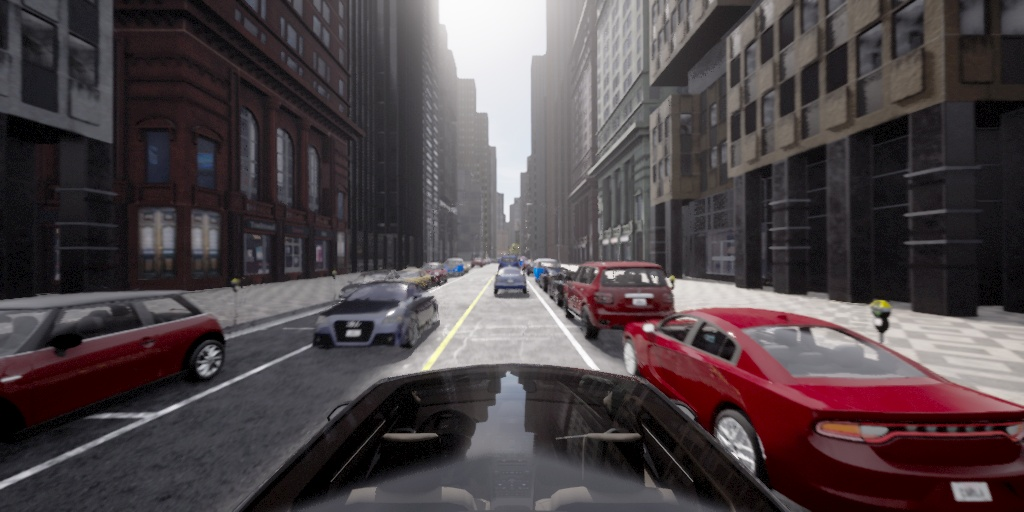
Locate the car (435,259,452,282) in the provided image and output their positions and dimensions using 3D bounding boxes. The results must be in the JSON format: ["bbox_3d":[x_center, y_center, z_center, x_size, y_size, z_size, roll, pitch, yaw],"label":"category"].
[{"bbox_3d":[-6.001,1.260,26.839,1.967,1.591,4.097,0,0,-1],"label":"car"}]

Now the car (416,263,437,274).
[{"bbox_3d":[-5.943,1.336,21.033,1.751,1.417,4.829,0,0,-1],"label":"car"}]

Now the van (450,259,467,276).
[{"bbox_3d":[-6.114,1.179,38.112,1.690,1.789,3.998,0,0,-1],"label":"van"}]

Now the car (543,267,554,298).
[{"bbox_3d":[2.636,1.324,15.664,1.948,1.339,4.313,0,0,-1],"label":"car"}]

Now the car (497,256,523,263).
[{"bbox_3d":[-0.265,1.031,36.999,2.150,2.045,5.566,0,0,0],"label":"car"}]

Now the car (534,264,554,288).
[{"bbox_3d":[2.579,1.333,21.300,1.948,1.339,4.313,0,0,-1],"label":"car"}]

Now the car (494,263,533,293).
[{"bbox_3d":[-0.096,1.328,20.913,2.033,1.411,5.357,0,0,0],"label":"car"}]

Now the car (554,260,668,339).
[{"bbox_3d":[2.692,1.064,10.028,2.192,1.841,5.009,0,0,-1],"label":"car"}]

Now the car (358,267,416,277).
[{"bbox_3d":[-5.889,1.352,15.567,2.007,1.370,4.403,0,0,-1],"label":"car"}]

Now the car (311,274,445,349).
[{"bbox_3d":[-3.162,1.342,9.109,1.994,1.385,4.181,0,0,-1],"label":"car"}]

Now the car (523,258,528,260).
[{"bbox_3d":[2.298,1.359,49.482,1.888,1.381,4.507,0,0,-1],"label":"car"}]

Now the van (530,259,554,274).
[{"bbox_3d":[2.523,1.117,26.936,1.690,1.789,3.998,0,0,-1],"label":"van"}]

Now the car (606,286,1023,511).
[{"bbox_3d":[2.748,1.285,4.391,1.888,1.381,4.507,0,0,-1],"label":"car"}]

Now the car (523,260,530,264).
[{"bbox_3d":[2.410,1.361,38.209,1.948,1.339,4.313,0,0,-1],"label":"car"}]

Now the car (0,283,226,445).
[{"bbox_3d":[-5.776,1.223,4.296,1.967,1.591,4.097,0,0,-1],"label":"car"}]

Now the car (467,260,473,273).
[{"bbox_3d":[-6.169,1.373,43.577,1.751,1.417,4.829,0,0,-1],"label":"car"}]
